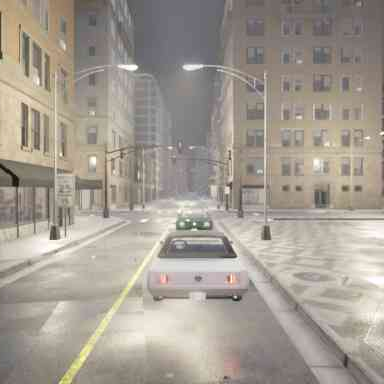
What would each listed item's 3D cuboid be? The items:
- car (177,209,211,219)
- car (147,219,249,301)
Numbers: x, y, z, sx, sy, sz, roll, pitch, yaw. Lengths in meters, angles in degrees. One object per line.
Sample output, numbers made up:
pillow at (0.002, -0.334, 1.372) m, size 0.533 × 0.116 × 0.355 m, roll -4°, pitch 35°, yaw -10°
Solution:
car at (0.121, 1.599, 18.497) m, size 1.895 × 1.301 × 4.718 m, roll 0°, pitch 0°, yaw 0°
car at (0.110, 1.600, 8.262) m, size 1.895 × 1.301 × 4.718 m, roll 0°, pitch 0°, yaw 0°
